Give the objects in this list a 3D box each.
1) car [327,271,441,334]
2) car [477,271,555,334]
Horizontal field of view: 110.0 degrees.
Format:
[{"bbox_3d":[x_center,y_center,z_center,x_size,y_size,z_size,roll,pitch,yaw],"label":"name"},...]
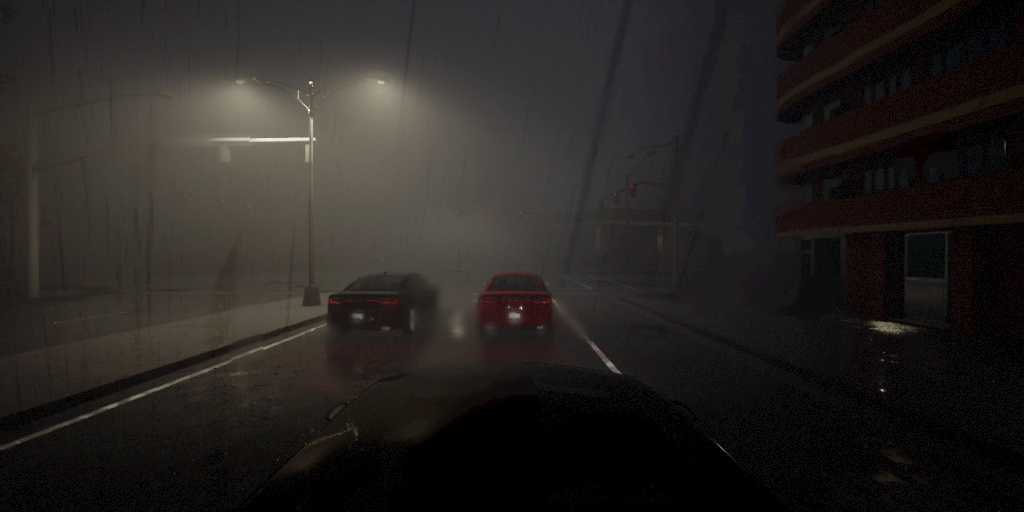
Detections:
[{"bbox_3d":[-3.392,1.179,10.444,1.882,1.535,5.008,0,0,0],"label":"car"},{"bbox_3d":[0.113,1.179,10.458,1.882,1.535,5.008,0,0,1],"label":"car"}]
